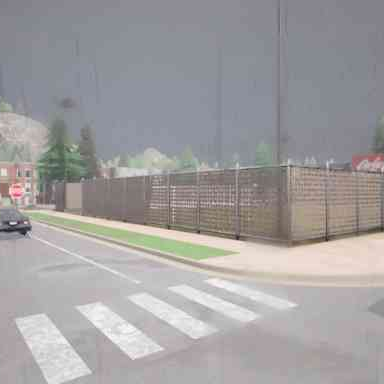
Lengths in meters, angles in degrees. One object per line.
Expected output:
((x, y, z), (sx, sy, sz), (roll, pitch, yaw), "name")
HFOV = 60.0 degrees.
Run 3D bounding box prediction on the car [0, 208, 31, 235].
((-10.329, 1.537, 17.664), (5.357, 1.411, 2.033), (0, 0, 45), "car")
